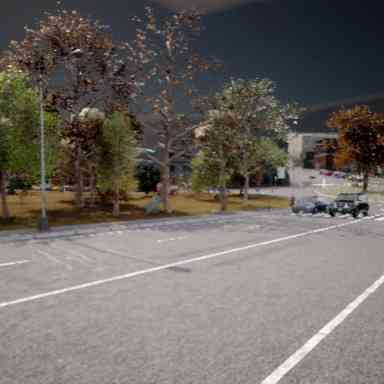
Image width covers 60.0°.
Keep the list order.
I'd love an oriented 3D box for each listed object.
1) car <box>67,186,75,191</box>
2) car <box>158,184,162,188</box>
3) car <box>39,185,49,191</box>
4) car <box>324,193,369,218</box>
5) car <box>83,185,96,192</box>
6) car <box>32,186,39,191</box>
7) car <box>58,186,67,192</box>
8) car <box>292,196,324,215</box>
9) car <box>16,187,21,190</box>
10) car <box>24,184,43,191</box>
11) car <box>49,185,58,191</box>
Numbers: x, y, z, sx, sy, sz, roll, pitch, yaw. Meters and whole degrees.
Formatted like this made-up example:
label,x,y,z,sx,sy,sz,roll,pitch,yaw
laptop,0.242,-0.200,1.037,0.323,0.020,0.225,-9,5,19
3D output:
label,x,y,z,sx,sy,sz,roll,pitch,yaw
car,-25.376,-0.929,75.535,2.435,2.045,5.566,0,3,4
car,-6.220,-0.751,67.401,2.435,2.045,5.566,-1,3,2
car,-33.522,-1.028,79.188,2.185,1.767,4.553,0,3,4
car,14.095,1.109,29.686,2.150,2.045,5.566,1,1,41
car,-22.653,-0.594,74.354,2.163,1.488,4.792,0,3,3
car,-36.229,-0.980,80.274,1.946,1.575,5.366,1,3,5
car,-28.103,-0.744,76.776,2.231,1.521,4.892,0,3,4
car,11.407,1.197,31.933,2.097,1.767,4.553,1,1,41
car,-41.611,-1.155,82.956,2.097,1.535,5.008,0,3,5
car,-38.907,-1.072,81.711,2.097,1.535,5.008,1,3,5
car,-30.807,-0.822,78.002,2.097,1.535,5.008,1,3,4
